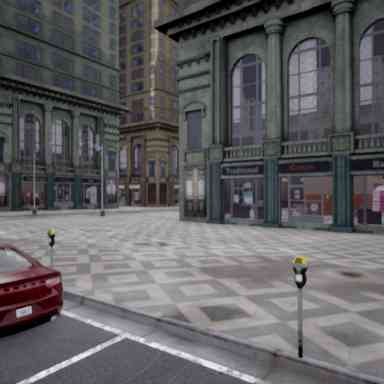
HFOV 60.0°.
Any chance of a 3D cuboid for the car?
[{"bbox_3d":[-4.164,1.542,5.956,4.507,1.381,1.887,0,0,36],"label":"car"}]
